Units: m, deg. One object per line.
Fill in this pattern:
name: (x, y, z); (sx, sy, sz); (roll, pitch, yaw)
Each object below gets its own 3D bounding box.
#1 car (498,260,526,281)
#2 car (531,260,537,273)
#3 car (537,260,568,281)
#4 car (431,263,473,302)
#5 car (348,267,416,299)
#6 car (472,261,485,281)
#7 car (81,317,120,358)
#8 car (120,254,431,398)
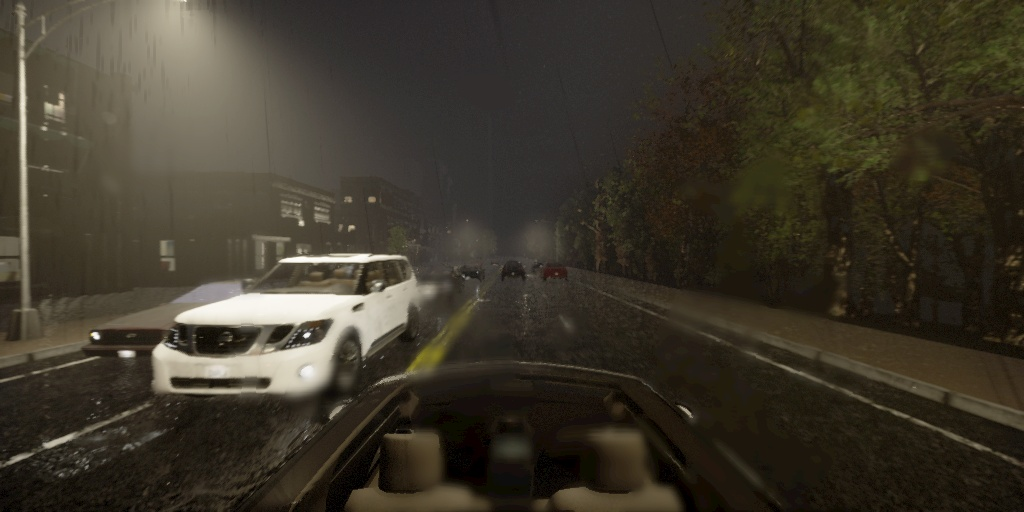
car: (0.099, 1.192, 29.526); (1.882, 1.535, 5.008); (0, 0, 0)
car: (3.284, 1.188, 41.994); (2.128, 1.511, 4.902); (0, 0, 0)
car: (3.349, 1.192, 29.356); (1.882, 1.535, 5.008); (0, 0, 0)
car: (-3.340, 1.222, 16.934); (2.128, 1.511, 4.902); (0, 0, 0)
car: (-6.592, 1.329, 18.803); (1.895, 1.301, 4.718); (0, 0, 0)
car: (-3.287, 1.315, 29.067); (1.895, 1.301, 4.718); (0, 0, 1)
car: (-6.601, 1.289, 8.802); (2.033, 1.411, 5.357); (0, 0, 0)
car: (-3.349, 0.965, 6.867); (2.150, 2.045, 5.566); (0, 0, 0)
